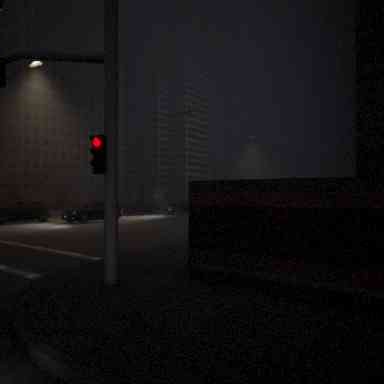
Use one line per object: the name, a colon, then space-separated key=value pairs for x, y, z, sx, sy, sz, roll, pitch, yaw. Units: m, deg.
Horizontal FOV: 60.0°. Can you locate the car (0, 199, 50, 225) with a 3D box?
car: x=-12.699 y=1.336 z=23.818 sx=2.097 sy=1.767 sz=4.553 roll=0 pitch=0 yaw=36

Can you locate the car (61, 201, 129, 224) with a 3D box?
car: x=-7.437 y=1.492 z=25.146 sx=1.837 sy=1.490 sz=4.892 roll=0 pitch=0 yaw=36

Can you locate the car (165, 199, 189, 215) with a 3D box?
car: x=-0.739 y=1.477 z=34.392 sx=2.128 sy=1.511 sz=4.902 roll=0 pitch=0 yaw=36

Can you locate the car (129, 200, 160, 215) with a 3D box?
car: x=-5.581 y=1.532 z=33.680 sx=2.033 sy=1.411 sz=5.357 roll=0 pitch=0 yaw=36
